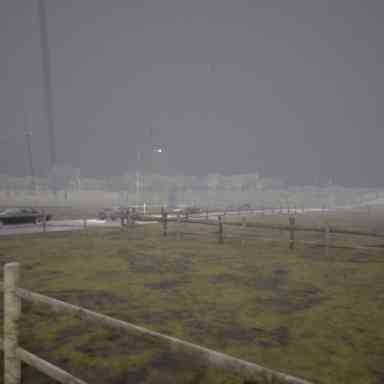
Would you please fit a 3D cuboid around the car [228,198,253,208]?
[{"bbox_3d":[8.011,1.966,54.190,2.150,2.045,5.566,1,-1,35],"label":"car"}]

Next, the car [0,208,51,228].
[{"bbox_3d":[-13.025,1.841,24.513,1.895,1.301,4.718,1,-1,35],"label":"car"}]

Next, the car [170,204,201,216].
[{"bbox_3d":[-0.806,2.216,41.847,2.128,1.511,4.902,1,-1,35],"label":"car"}]

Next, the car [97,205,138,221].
[{"bbox_3d":[-7.261,2.021,32.705,1.994,1.385,4.181,1,-1,35],"label":"car"}]
